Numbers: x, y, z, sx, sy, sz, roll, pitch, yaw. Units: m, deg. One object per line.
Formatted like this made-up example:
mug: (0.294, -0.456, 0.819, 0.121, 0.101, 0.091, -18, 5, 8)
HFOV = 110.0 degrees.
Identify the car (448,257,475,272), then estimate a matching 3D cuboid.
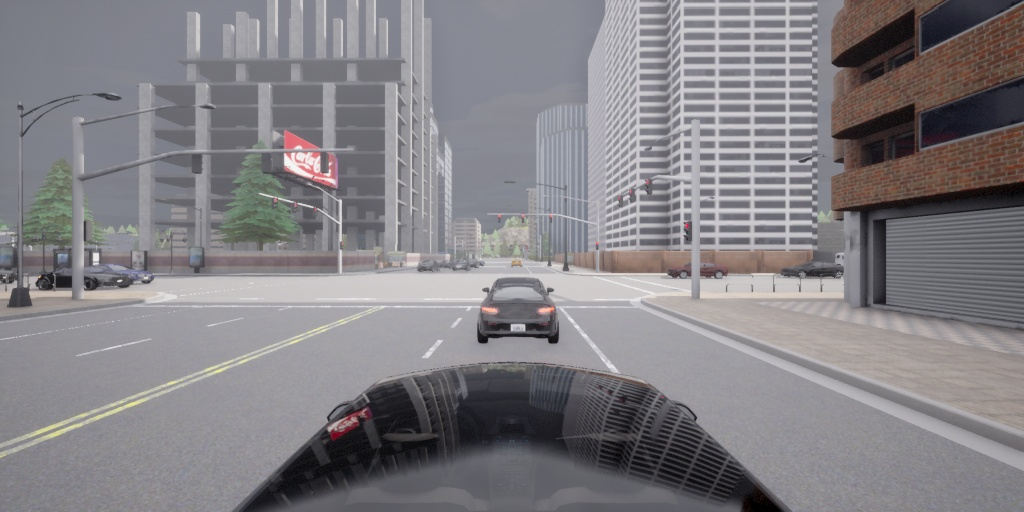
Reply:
car: (-6.564, 1.243, 46.755, 2.128, 1.511, 4.902, 0, 0, 1)

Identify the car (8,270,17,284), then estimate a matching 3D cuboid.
car: (-37.846, 1.255, 25.091, 4.892, 1.490, 1.837, 0, 0, 0)

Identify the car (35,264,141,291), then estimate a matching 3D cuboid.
car: (-25.503, 1.314, 21.503, 4.181, 1.385, 1.994, 0, 0, 0)

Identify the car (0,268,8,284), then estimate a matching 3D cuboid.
car: (-34.201, 1.102, 21.566, 4.553, 1.767, 2.097, 0, 0, 0)

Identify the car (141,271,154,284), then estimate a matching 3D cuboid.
car: (-27.857, 1.276, 25.020, 4.674, 1.442, 1.812, 0, 0, 0)

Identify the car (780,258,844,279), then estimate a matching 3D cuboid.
car: (26.661, 1.228, 31.838, 5.008, 1.535, 1.882, 0, 0, 0)

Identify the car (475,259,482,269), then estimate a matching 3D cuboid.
car: (-6.418, 1.255, 57.843, 1.837, 1.490, 4.892, 0, 0, 1)

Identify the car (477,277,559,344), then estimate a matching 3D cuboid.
car: (0.160, 1.276, 9.502, 1.812, 1.442, 4.674, 0, 0, 1)

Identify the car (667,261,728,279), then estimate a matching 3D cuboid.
car: (16.471, 1.228, 31.918, 5.008, 1.535, 1.882, 0, 0, 0)

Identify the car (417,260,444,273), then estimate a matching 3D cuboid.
car: (-10.145, 1.257, 43.849, 1.837, 1.490, 4.892, 0, -1, 2)

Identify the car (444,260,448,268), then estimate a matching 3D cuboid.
car: (-9.965, 1.298, 54.830, 2.033, 1.411, 5.357, 0, 0, 1)
